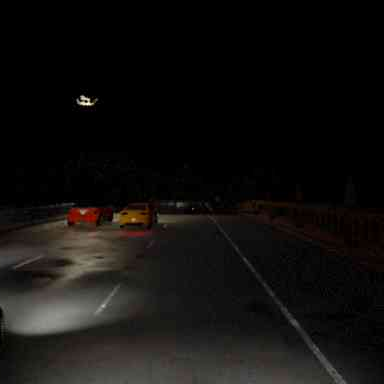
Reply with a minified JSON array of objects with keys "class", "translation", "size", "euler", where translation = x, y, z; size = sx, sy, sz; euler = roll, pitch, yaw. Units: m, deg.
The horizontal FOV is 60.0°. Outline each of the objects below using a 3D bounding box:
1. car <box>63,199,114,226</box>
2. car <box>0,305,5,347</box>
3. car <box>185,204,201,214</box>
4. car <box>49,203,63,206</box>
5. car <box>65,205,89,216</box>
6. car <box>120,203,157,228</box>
[{"class":"car","translation":[-6.896,1.323,23.149],"size":[2.097,1.767,4.553],"euler":[0,0,0]},{"class":"car","translation":[-3.403,1.502,2.479],"size":[1.837,1.490,4.892],"euler":[0,0,0]},{"class":"car","translation":[0.108,2.183,42.376],"size":[1.994,1.385,4.181],"euler":[0,-4,0]},{"class":"car","translation":[-14.089,1.801,34.861],"size":[1.895,1.301,4.718],"euler":[0,-2,0]},{"class":"car","translation":[-17.560,2.851,51.096],"size":[1.882,1.535,5.008],"euler":[0,-6,0]},{"class":"car","translation":[-3.396,1.450,21.841],"size":[1.882,1.535,5.008],"euler":[0,0,0]}]
